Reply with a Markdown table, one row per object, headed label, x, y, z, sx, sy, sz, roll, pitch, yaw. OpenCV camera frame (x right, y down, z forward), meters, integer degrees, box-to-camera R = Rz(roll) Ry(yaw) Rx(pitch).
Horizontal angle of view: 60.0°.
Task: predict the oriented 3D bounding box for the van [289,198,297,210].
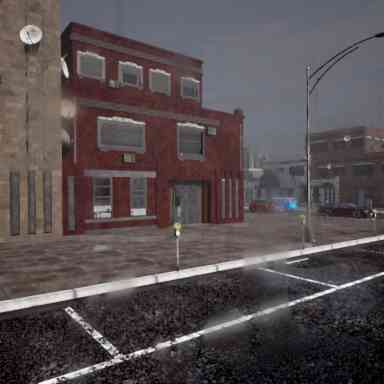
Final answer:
| label | x | y | z | sx | sy | sz | roll | pitch | yaw |
| --- | --- | --- | --- | --- | --- | --- | --- | --- | --- |
| van | 12.875 | 1.705 | 47.255 | 1.690 | 1.788 | 3.998 | -2 | 0 | -38 |

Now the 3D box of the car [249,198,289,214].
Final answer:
| label | x | y | z | sx | sy | sz | roll | pitch | yaw |
| --- | --- | --- | --- | --- | --- | --- | --- | --- | --- |
| car | 9.433 | 1.743 | 42.264 | 2.097 | 1.767 | 4.553 | -1 | 0 | -38 |

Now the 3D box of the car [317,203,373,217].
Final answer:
| label | x | y | z | sx | sy | sz | roll | pitch | yaw |
| --- | --- | --- | --- | --- | --- | --- | --- | --- | --- |
| car | 15.684 | 1.794 | 34.180 | 2.033 | 1.411 | 5.357 | -1 | 0 | -37 |
